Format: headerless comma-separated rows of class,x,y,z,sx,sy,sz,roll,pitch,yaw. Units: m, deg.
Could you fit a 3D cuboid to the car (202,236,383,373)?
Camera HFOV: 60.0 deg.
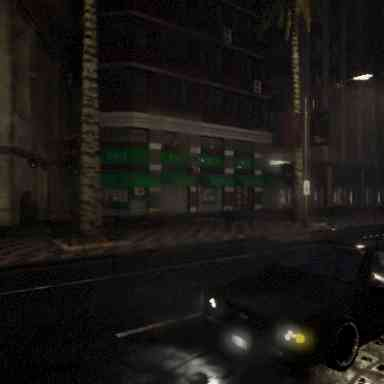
car,2.776,1.543,5.846,5.357,1.411,2.033,0,0,-35
